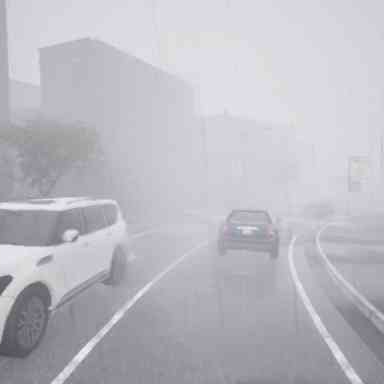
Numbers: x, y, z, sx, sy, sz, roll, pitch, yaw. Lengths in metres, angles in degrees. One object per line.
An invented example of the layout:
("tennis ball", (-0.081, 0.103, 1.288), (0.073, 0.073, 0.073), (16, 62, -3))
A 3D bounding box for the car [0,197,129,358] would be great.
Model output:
("car", (-2.946, 1.156, 6.370), (2.150, 2.045, 5.566), (1, 0, 8))

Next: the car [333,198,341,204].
("car", (18.085, 1.441, 44.132), (1.895, 1.301, 4.718), (4, 3, 40))

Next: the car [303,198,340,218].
("car", (11.746, 1.569, 30.546), (1.994, 1.385, 4.181), (4, 2, 37))

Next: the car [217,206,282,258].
("car", (2.424, 1.345, 13.183), (2.097, 1.767, 4.553), (2, 1, 16))
